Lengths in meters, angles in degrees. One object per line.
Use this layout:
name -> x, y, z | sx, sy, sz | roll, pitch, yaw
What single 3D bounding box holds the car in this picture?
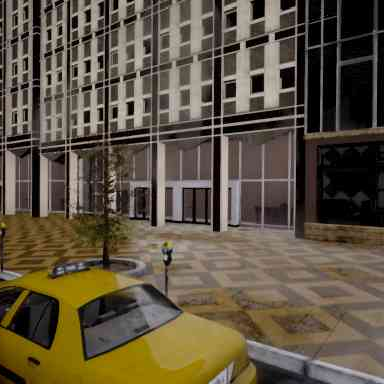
car -> -1.654, 1.524, 4.076 | 4.829, 1.417, 1.752 | 0, 1, 36
